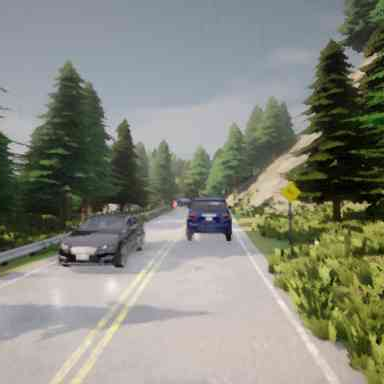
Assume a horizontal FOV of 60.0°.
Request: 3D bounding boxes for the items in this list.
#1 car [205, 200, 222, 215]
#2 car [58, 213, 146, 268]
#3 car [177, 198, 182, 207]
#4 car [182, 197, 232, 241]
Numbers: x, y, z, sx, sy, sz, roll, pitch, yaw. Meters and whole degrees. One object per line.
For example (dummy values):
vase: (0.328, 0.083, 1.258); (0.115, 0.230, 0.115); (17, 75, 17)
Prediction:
car: (2.398, 1.668, 36.477); (1.812, 1.442, 4.674); (0, 0, 5)
car: (-2.823, 1.509, 11.416); (2.128, 1.511, 4.902); (0, 0, 3)
car: (-1.189, 1.714, 53.900); (1.882, 1.535, 5.008); (2, -2, -12)
car: (0.907, 1.289, 17.461); (2.150, 2.045, 5.566); (0, 0, 3)
